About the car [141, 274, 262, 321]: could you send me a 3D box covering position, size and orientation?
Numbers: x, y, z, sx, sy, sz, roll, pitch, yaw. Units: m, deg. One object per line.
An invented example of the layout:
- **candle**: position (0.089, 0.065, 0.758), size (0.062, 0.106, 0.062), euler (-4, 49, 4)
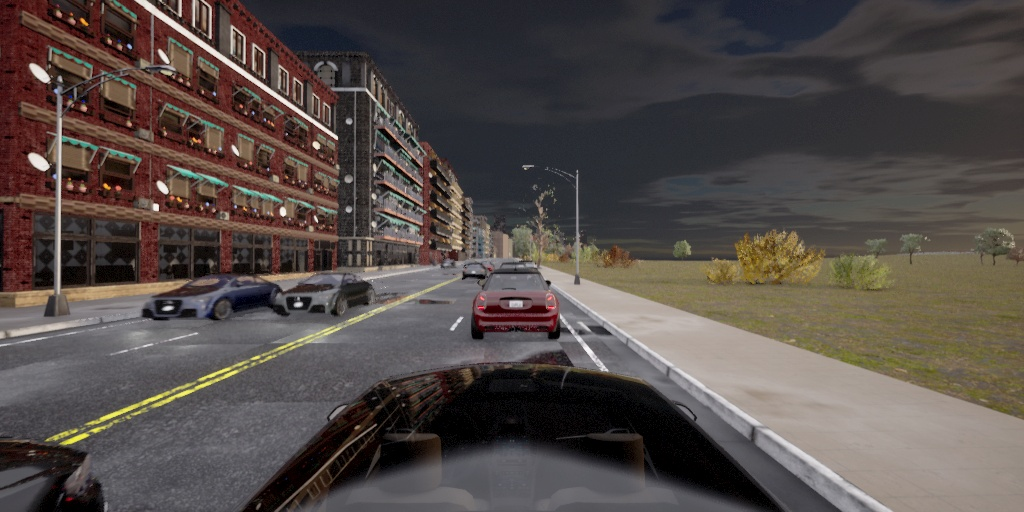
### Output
- **car**: position (-9.863, 1.315, 12.274), size (1.994, 1.385, 4.181), euler (0, 0, 0)

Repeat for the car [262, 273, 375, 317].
- **car**: position (-6.614, 1.315, 13.101), size (1.994, 1.385, 4.181), euler (0, 0, 0)

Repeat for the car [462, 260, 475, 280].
- **car**: position (-3.185, 1.314, 31.685), size (1.994, 1.385, 4.181), euler (0, 0, 0)

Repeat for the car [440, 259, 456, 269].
- **car**: position (-9.902, 1.239, 55.785), size (2.128, 1.511, 4.902), euler (0, 0, 0)

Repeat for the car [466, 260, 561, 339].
- **car**: position (0.082, 1.103, 10.204), size (2.097, 1.767, 4.553), euler (0, 0, 0)

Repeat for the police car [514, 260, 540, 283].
- **police car**: position (1.105, 1.177, 29.472), size (1.930, 1.638, 5.238), euler (0, 0, 0)

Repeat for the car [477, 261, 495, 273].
- **car**: position (-3.207, 1.314, 44.961), size (1.994, 1.385, 4.181), euler (0, 0, 1)
